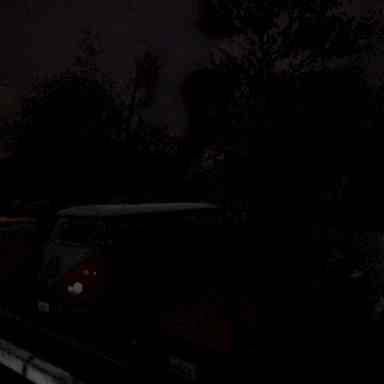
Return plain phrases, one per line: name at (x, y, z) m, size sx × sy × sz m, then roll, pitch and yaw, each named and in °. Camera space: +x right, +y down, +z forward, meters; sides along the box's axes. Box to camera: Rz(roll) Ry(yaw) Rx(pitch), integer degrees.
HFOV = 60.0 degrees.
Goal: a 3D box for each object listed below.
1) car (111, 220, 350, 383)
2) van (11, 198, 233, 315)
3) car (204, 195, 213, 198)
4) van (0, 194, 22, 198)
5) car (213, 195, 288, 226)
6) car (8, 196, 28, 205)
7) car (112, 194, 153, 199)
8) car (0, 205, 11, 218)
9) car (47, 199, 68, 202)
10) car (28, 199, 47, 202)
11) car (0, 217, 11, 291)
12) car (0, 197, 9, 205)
car at (1.270, 1.498, 5.548) m, size 2.163 × 1.488 × 4.792 m, roll 0°, pitch 0°, yaw 35°
van at (-1.076, 1.235, 7.084) m, size 1.878 × 1.987 × 4.442 m, roll 0°, pitch 0°, yaw 35°
car at (1.703, 1.197, 21.213) m, size 2.435 × 2.045 × 5.566 m, roll 0°, pitch 0°, yaw 35°
van at (-21.023, 1.225, 37.316) m, size 1.878 × 1.987 × 4.442 m, roll 0°, pitch 0°, yaw 35°
car at (3.884, 1.204, 19.687) m, size 2.435 × 2.045 × 5.566 m, roll 0°, pitch 0°, yaw 35°
car at (-14.354, 1.442, 32.271) m, size 1.946 × 1.575 × 5.366 m, roll 0°, pitch 0°, yaw 35°
car at (-5.140, 1.187, 26.008) m, size 2.435 × 2.045 × 5.566 m, roll 0°, pitch 0°, yaw 35°
car at (-7.898, 1.441, 11.999) m, size 2.097 × 1.535 × 5.008 m, roll 0°, pitch 0°, yaw 35°
car at (-9.701, 1.470, 29.202) m, size 2.163 × 1.488 × 4.792 m, roll 0°, pitch 0°, yaw 35°
car at (-11.968, 1.443, 30.819) m, size 2.097 × 1.535 × 5.008 m, roll 0°, pitch 0°, yaw 35°
car at (-3.289, 1.484, 8.812) m, size 2.163 × 1.488 × 4.792 m, roll 0°, pitch 0°, yaw 35°
car at (-16.529, 1.487, 34.019) m, size 2.002 × 1.452 × 4.674 m, roll 0°, pitch 0°, yaw 35°
